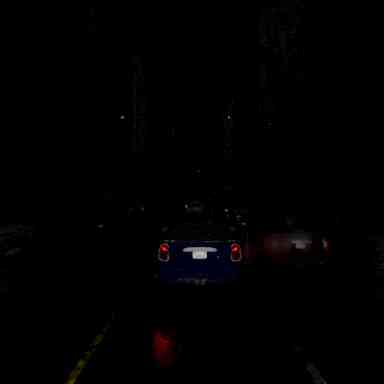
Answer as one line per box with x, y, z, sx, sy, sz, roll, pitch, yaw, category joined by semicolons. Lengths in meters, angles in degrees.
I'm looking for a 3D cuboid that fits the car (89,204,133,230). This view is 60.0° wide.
-5.438;1.684;22.055;1.947;1.339;4.313;0;0;1;car

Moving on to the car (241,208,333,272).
2.967;1.500;10.961;1.967;1.590;4.097;0;0;1;car

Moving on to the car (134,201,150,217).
-5.319;1.619;33.058;1.967;1.590;4.097;0;0;1;car

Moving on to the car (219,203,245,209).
3.087;1.670;21.963;2.008;1.369;4.403;0;0;1;car

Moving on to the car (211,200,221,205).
3.206;1.746;32.964;1.947;1.339;4.313;0;0;1;car

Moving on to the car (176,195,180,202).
-4.745;2.048;80.972;2.008;1.369;4.403;0;0;1;car

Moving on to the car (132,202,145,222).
-5.379;1.731;27.556;1.802;1.307;4.206;0;0;1;car

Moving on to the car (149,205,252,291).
0.195;1.402;9.344;2.097;1.767;4.553;0;0;1;car

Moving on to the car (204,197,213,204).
3.712;1.984;75.630;1.752;1.417;4.829;0;0;1;car

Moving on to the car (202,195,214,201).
3.641;1.859;70.052;1.967;1.590;4.097;0;0;1;car

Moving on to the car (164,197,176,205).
-4.882;2.000;70.156;1.802;1.307;4.206;0;0;1;car

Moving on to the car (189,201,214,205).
0.327;1.596;21.836;1.882;1.535;5.008;0;0;1;car

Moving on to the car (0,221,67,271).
-5.557;1.640;11.053;1.802;1.307;4.206;0;0;1;car

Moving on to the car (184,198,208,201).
0.340;1.630;31.861;1.801;1.575;5.366;0;0;1;car
